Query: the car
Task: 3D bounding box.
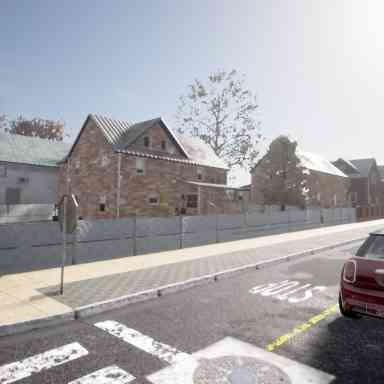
[{"bbox_3d":[4.752,1.456,6.720,2.097,1.767,4.553,-2,-2,44],"label":"car"}]
